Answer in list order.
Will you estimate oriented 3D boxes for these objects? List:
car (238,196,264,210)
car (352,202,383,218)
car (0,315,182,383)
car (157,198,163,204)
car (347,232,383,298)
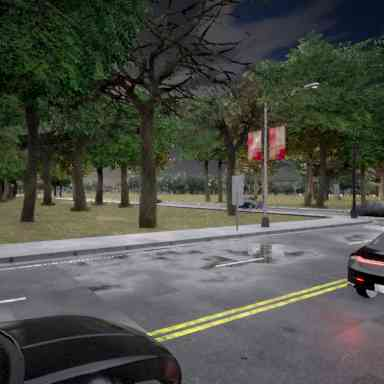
[{"bbox_3d":[7.036,1.325,41.455,2.097,1.767,4.553,0,0,-35],"label":"car"},{"bbox_3d":[15.733,1.545,27.561,2.033,1.411,5.357,0,0,-18],"label":"car"},{"bbox_3d":[-2.332,1.478,1.777,5.008,1.535,1.882,0,0,-36],"label":"car"},{"bbox_3d":[-7.437,1.504,61.965,2.033,1.411,5.357,0,0,-35],"label":"car"},{"bbox_3d":[5.336,1.492,7.242,4.902,1.511,2.128,0,0,-35],"label":"car"}]
